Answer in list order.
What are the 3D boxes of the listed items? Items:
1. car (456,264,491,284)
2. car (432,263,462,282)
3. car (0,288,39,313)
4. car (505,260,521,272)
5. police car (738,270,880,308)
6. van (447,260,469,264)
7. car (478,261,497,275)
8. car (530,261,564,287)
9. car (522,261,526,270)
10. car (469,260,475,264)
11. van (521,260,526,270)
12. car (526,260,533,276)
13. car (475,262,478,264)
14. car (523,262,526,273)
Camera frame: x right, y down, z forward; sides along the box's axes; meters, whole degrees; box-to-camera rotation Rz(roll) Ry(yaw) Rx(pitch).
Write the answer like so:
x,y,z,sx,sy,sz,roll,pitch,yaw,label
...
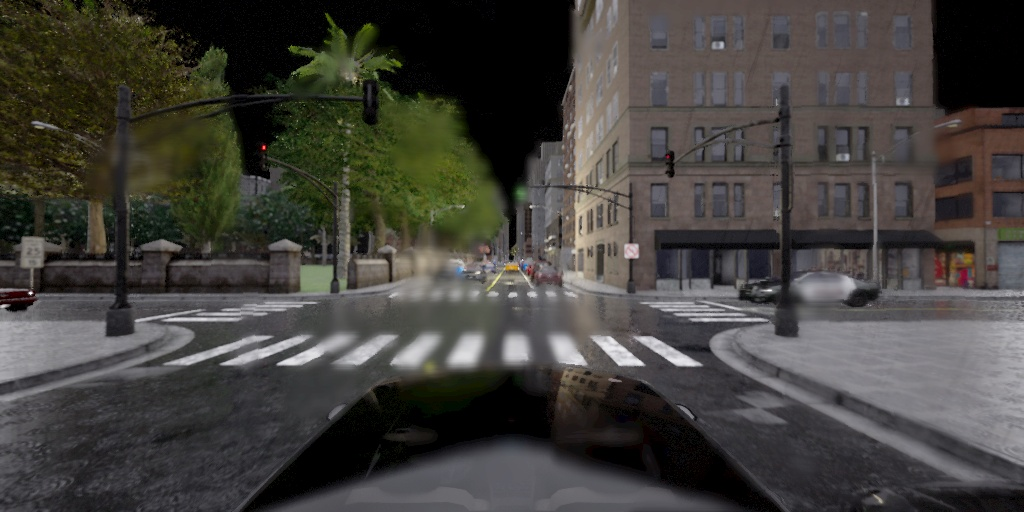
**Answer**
x,y,z,sx,sy,sz,roll,pitch,yaw,label
-3.106,1.571,29.767,1.994,1.385,4.181,0,0,0,car
-5.869,1.595,32.076,1.948,1.339,4.313,0,0,0,car
-19.833,1.440,12.474,4.718,1.301,1.895,0,-1,0,car
-0.021,1.739,57.254,1.882,1.535,5.008,0,-1,0,car
12.579,1.390,15.493,4.974,1.542,2.038,0,-1,0,police car
-5.871,1.420,37.483,1.690,1.789,3.998,0,0,0,van
-3.093,1.701,47.943,1.812,1.442,4.674,0,-1,0,car
2.658,1.419,26.654,1.967,1.591,4.097,0,0,0,car
2.650,1.760,48.287,1.802,1.307,4.207,0,0,0,car
-5.874,1.569,42.890,1.967,1.591,4.097,0,0,0,car
2.646,1.619,59.103,1.690,1.789,3.998,0,0,0,van
2.656,1.343,32.062,2.192,1.841,5.009,0,0,0,car
-5.876,1.493,48.297,2.192,1.841,5.009,0,0,0,car
2.652,1.673,42.878,1.888,1.381,4.507,0,0,0,car
